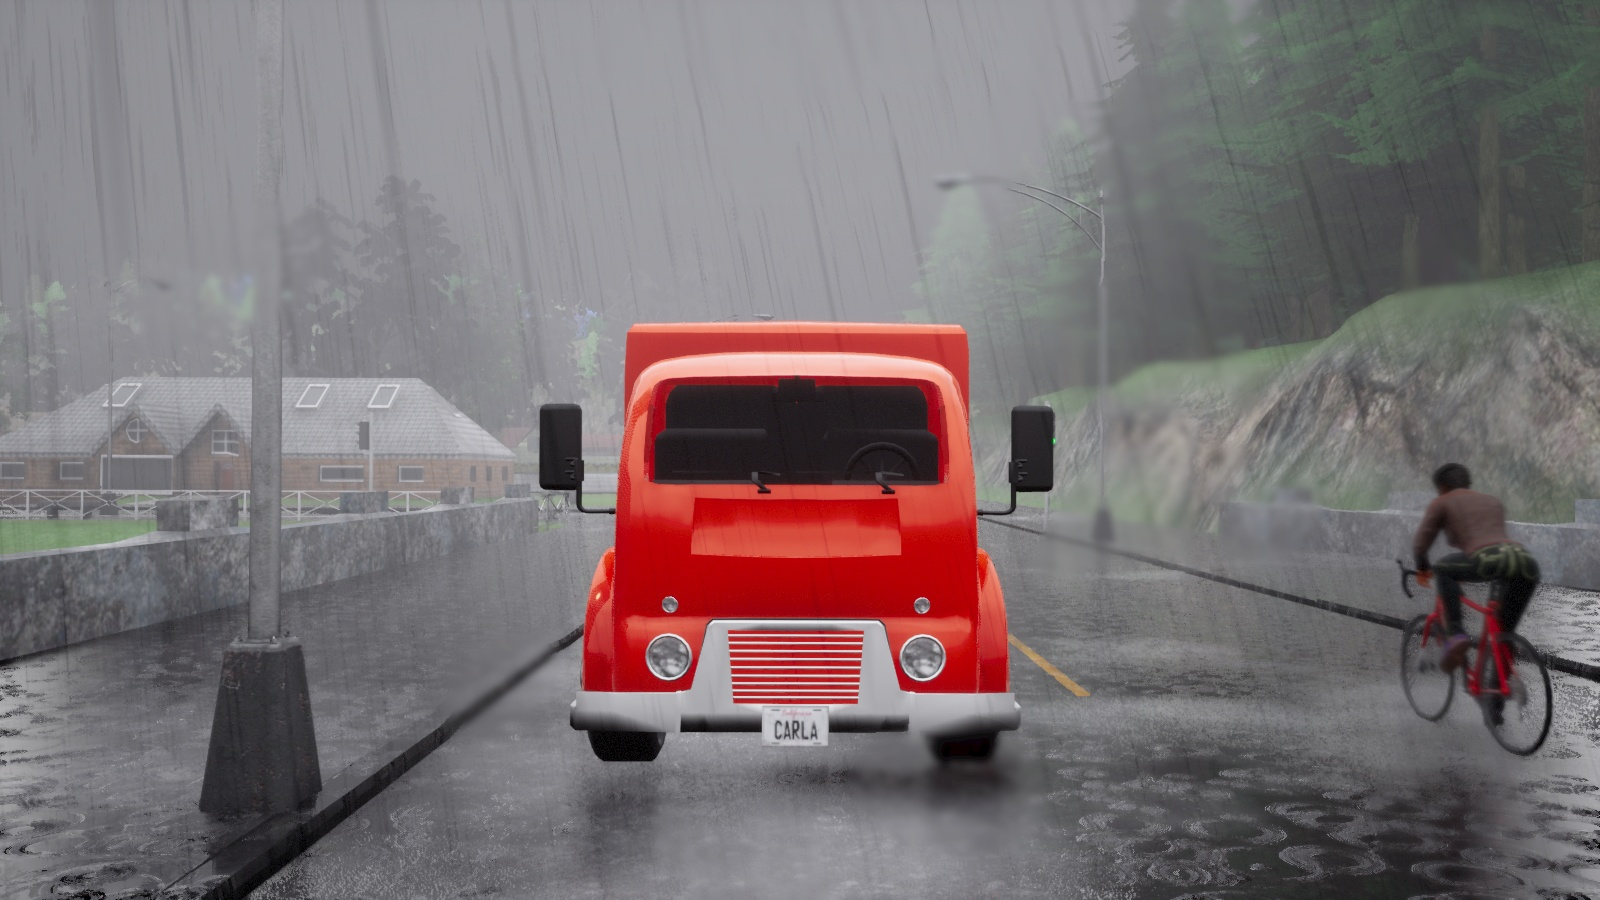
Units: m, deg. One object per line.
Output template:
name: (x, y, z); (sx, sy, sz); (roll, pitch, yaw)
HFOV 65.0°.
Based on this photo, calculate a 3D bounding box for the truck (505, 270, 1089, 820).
truck: (-0.024, 0.466, 8.268); (2.627, 2.467, 5.204); (0, -1, 0)

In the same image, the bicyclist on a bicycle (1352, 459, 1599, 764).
bicyclist on a bicycle: (3.979, 0.878, 7.538); (0.582, 1.620, 1.656); (0, -1, 0)
